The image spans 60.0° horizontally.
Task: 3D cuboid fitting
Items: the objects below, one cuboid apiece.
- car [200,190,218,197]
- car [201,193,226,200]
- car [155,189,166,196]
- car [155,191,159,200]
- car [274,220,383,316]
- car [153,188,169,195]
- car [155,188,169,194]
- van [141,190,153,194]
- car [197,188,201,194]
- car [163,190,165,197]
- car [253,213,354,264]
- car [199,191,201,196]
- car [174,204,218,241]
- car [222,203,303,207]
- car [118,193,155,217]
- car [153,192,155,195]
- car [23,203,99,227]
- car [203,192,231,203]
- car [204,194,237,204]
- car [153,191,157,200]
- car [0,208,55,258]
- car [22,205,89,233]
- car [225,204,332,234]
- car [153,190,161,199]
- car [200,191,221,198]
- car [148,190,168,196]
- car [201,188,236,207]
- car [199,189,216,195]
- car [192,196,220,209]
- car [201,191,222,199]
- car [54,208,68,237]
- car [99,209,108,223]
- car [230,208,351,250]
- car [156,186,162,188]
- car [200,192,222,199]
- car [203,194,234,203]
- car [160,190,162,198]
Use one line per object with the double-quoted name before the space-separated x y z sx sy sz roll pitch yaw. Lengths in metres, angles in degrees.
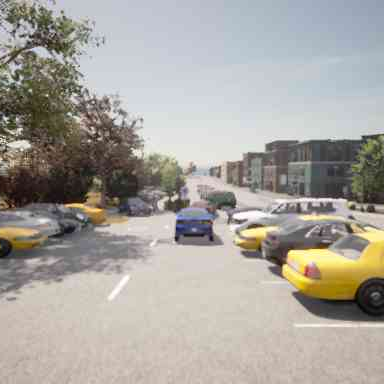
"car" 4.245 0.304 84.128 4.553 1.767 2.185 0 2 0
"car" 4.297 0.911 67.414 4.792 1.488 2.163 0 1 0
"car" -8.804 0.767 72.820 5.008 1.535 2.097 0 1 0
"car" -8.845 1.002 58.997 4.792 1.488 2.163 0 0 0
"car" 4.724 1.515 7.009 5.366 1.575 1.946 0 0 0
"car" -8.830 -0.161 95.112 4.553 1.767 2.185 0 3 0
"car" -8.619 0.431 83.967 5.366 1.575 1.946 0 2 0
"van" -8.694 0.769 50.626 4.442 1.987 1.878 1 0 0
"car" 4.237 0.701 61.843 5.566 2.045 2.435 0 1 0
"car" -8.806 0.829 70.030 5.008 1.535 2.097 0 1 0
"car" 4.531 1.536 9.785 4.892 1.521 2.231 0 0 0
"car" 4.269 0.974 59.052 5.008 1.535 2.097 0 1 0
"car" 0.095 1.578 17.396 1.882 1.535 5.008 0 -1 0
"car" 4.563 1.631 20.889 4.792 1.488 2.163 0 0 0
"car" -5.692 1.325 32.469 2.097 1.767 4.553 -3 4 -29
"car" -8.822 1.029 53.300 4.674 1.452 2.002 0 0 0
"car" -8.578 1.474 20.762 4.553 1.767 2.185 0 0 0
"car" 4.231 0.860 56.272 4.553 1.767 2.185 0 0 0
"car" 4.289 1.024 50.703 4.792 1.488 2.163 0 0 0
"car" -8.820 1.024 56.085 4.674 1.452 2.002 0 0 0
"car" -8.358 1.547 12.575 5.366 1.575 1.946 0 0 0
"car" -8.516 1.613 18.115 4.792 1.488 2.163 0 0 0
"car" 4.529 1.585 18.113 5.008 1.535 2.097 0 0 0
"car" -9.000 0.948 61.789 5.366 1.575 1.946 0 1 0
"car" 4.244 0.644 78.569 4.792 1.488 2.163 0 2 0
"car" -8.808 0.329 86.755 5.008 1.535 2.097 0 2 0
"car" 3.268 0.895 39.333 2.150 2.045 5.566 -1 2 -18
"car" 4.311 -0.012 95.278 4.792 1.488 2.163 0 3 0
"car" 0.950 1.525 30.371 1.882 1.535 5.008 1 2 14
"car" 4.302 0.640 72.992 4.553 1.767 2.185 0 1 0
"car" -8.542 1.607 15.345 4.674 1.452 2.002 0 0 0
"car" -8.542 1.616 23.532 5.008 1.535 2.097 0 0 0
"car" 4.351 1.548 12.561 5.366 1.575 1.946 0 0 0
"car" -8.830 -0.035 89.531 5.566 2.045 2.435 0 2 0
"car" 4.301 0.723 75.782 4.792 1.488 2.163 0 2 0
"car" 4.232 1.020 53.487 4.792 1.488 2.163 0 0 0
"car" -8.999 0.918 64.584 5.366 1.575 1.946 0 1 0
